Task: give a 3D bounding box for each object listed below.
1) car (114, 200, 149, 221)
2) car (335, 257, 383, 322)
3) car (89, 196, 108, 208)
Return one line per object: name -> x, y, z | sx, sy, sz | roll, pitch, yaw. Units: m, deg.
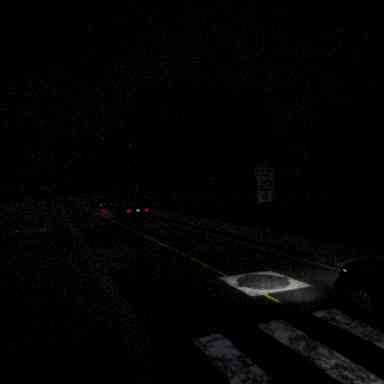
car -> -4.765, 1.348, 25.700 | 2.033, 1.411, 5.357 | -2, 1, -23
car -> 4.196, 1.451, 4.503 | 1.812, 1.442, 4.674 | -2, 1, -23
car -> -12.071, 1.282, 42.969 | 1.837, 1.490, 4.892 | -2, 1, -23
